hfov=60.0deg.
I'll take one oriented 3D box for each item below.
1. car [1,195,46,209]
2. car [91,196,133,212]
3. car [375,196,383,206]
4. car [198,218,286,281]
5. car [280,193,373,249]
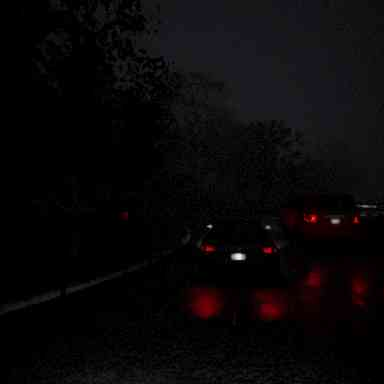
[{"bbox_3d":[-18.026,1.102,35.590,4.674,1.442,1.812,0,1,9],"label":"car"},{"bbox_3d":[-7.926,1.147,32.848,4.674,1.442,1.812,1,1,32],"label":"car"},{"bbox_3d":[29.778,1.401,51.296,4.892,1.490,1.837,0,1,-44],"label":"car"},{"bbox_3d":[1.335,1.435,9.587,1.994,1.385,4.181,0,1,8],"label":"car"},{"bbox_3d":[5.136,1.055,13.922,2.150,2.045,5.566,0,1,6],"label":"car"}]
